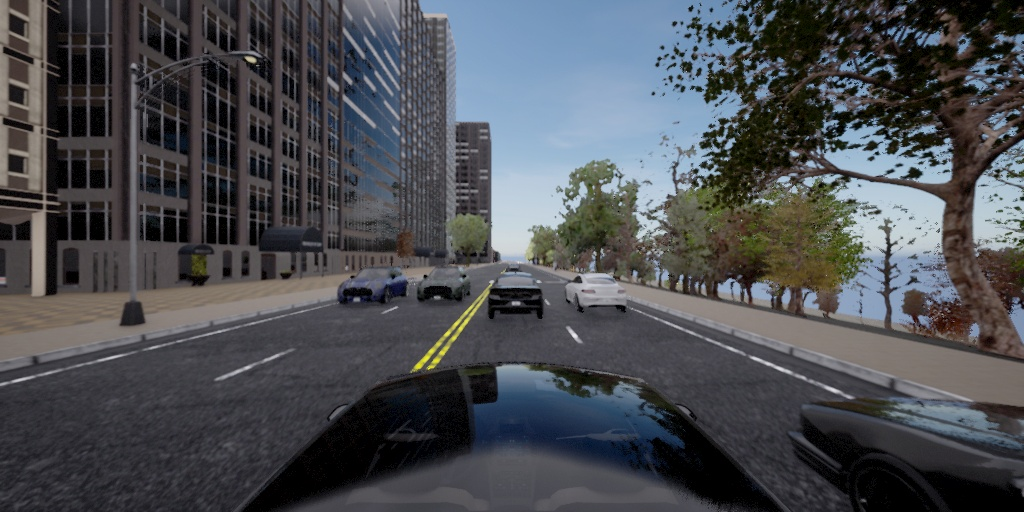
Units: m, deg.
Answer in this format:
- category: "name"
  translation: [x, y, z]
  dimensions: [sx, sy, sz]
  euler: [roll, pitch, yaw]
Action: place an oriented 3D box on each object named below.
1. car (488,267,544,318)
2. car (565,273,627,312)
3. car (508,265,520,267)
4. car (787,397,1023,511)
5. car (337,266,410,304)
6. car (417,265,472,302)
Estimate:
- category: "car"
  translation: [0.129, 1.374, 13.880]
  dimensions: [1.882, 1.535, 5.008]
  euler: [0, 0, 0]
- category: "car"
  translation: [3.379, 1.436, 14.990]
  dimensions: [1.812, 1.442, 4.674]
  euler: [0, 0, 0]
- category: "car"
  translation: [0.195, 1.722, 40.307]
  dimensions: [1.837, 1.490, 4.892]
  euler: [0, 0, 0]
- category: "car"
  translation: [3.345, 1.285, 0.652]
  dimensions: [2.033, 1.411, 5.357]
  euler: [0, -1, 0]
- category: "car"
  translation: [-6.563, 1.291, 17.423]
  dimensions: [2.097, 1.767, 4.553]
  euler: [0, -1, 0]
- category: "car"
  translation: [-3.311, 1.301, 18.208]
  dimensions: [2.097, 1.767, 4.553]
  euler: [0, -1, 0]
